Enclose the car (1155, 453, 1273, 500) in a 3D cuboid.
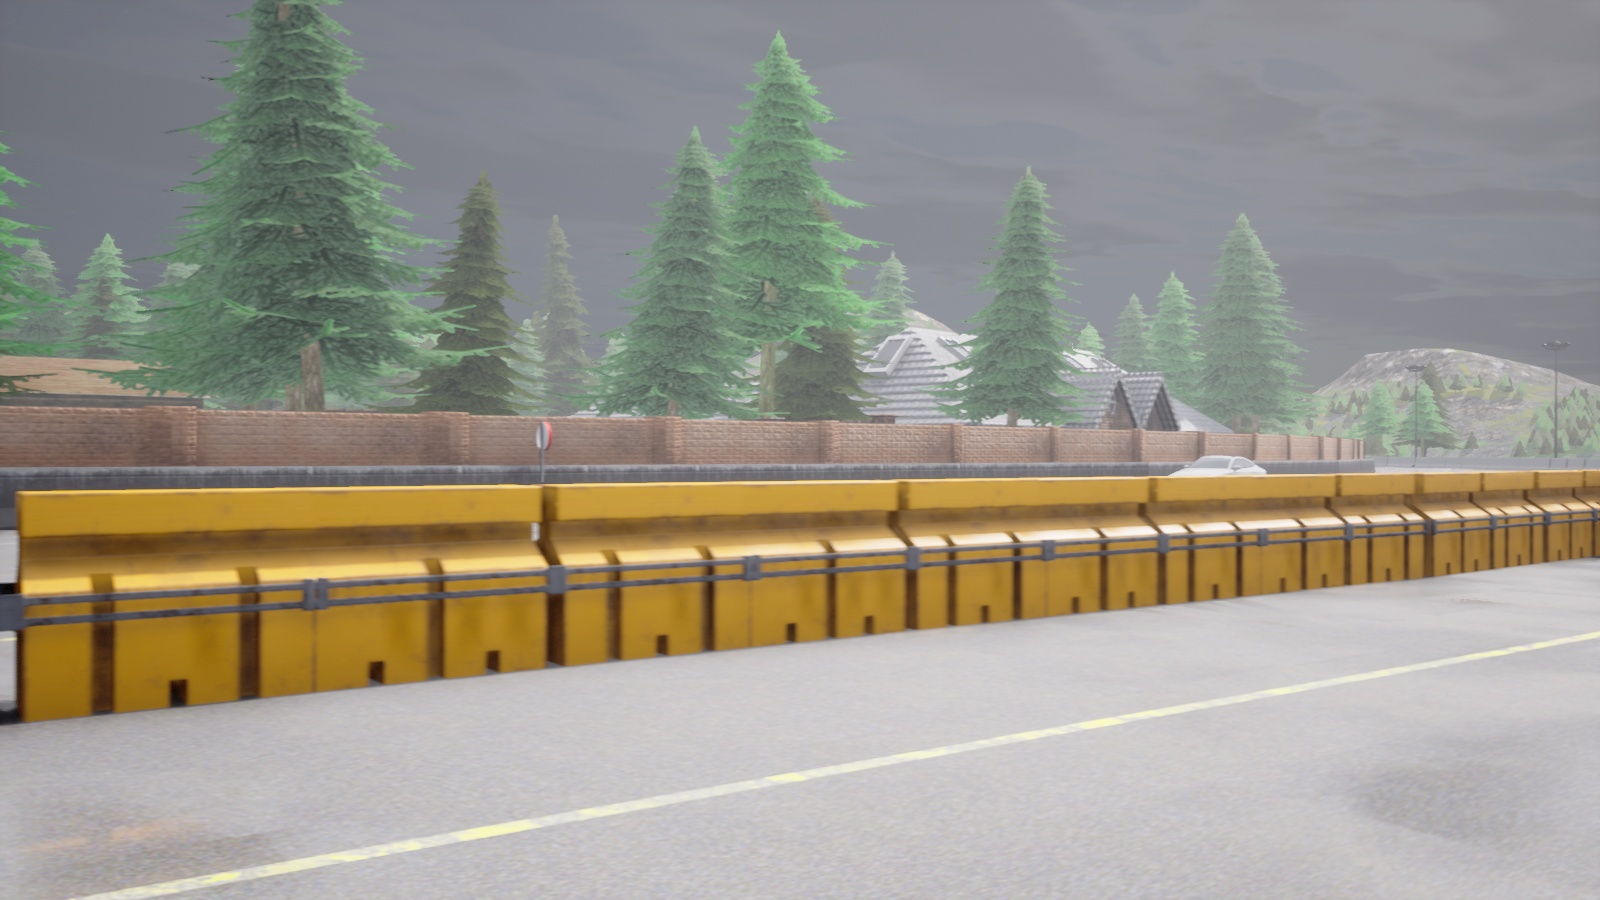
[{"bbox_3d":[13.781,0.843,41.674,1.812,1.442,4.674,0,0,45],"label":"car"}]
